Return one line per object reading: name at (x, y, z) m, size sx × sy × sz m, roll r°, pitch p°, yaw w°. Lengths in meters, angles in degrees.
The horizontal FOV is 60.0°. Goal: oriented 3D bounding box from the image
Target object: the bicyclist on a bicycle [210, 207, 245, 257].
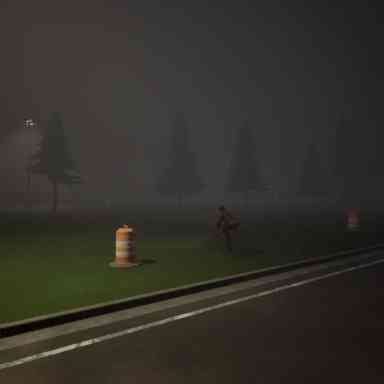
bicyclist on a bicycle at (1.144, 1.316, 11.121) m, size 0.582 × 1.620 × 1.656 m, roll 0°, pitch -2°, yaw -37°
